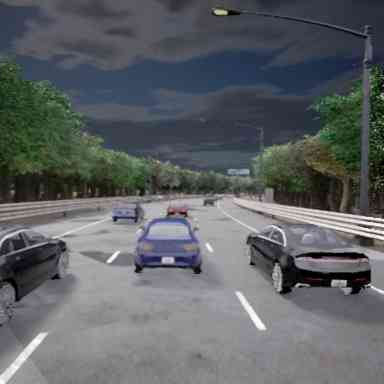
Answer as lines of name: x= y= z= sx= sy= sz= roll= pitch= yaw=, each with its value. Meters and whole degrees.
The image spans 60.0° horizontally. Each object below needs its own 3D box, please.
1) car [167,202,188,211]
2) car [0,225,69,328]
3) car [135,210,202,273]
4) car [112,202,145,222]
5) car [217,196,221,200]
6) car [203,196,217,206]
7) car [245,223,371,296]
car: x=-1.321 y=1.647 z=31.603 sx=1.895 sy=1.301 sz=4.718 roll=2 pitch=0 yaw=0
car: x=-3.994 y=1.406 z=6.724 sx=2.128 sy=1.511 sz=4.902 roll=2 pitch=0 yaw=-4
car: x=-0.720 y=1.536 z=10.573 sx=1.812 sy=1.442 sz=4.674 roll=1 pitch=0 yaw=-3
car: x=-4.766 y=1.490 z=25.466 sx=2.033 sy=1.411 sz=5.357 roll=2 pitch=0 yaw=-1
car: x=5.431 y=1.850 z=84.298 sx=2.128 sy=1.511 sz=4.902 roll=1 pitch=0 yaw=8
car: x=3.093 y=1.729 z=60.935 sx=1.837 sy=1.490 sz=4.892 roll=1 pitch=0 yaw=4
car: x=2.759 y=1.589 z=8.976 sx=2.128 sy=1.511 sz=4.902 roll=1 pitch=0 yaw=-3
